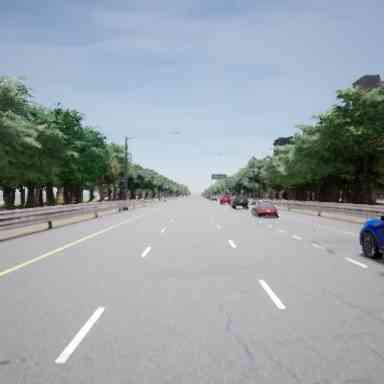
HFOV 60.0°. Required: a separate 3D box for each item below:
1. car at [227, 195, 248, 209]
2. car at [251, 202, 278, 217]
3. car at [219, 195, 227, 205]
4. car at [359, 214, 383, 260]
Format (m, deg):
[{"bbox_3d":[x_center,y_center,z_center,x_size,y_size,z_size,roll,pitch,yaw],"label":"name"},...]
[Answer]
[{"bbox_3d":[7.140,1.522,50.547,2.150,2.045,5.566,0,-1,0],"label":"car"},{"bbox_3d":[7.060,1.707,32.696,1.994,1.385,4.181,0,-1,0],"label":"car"},{"bbox_3d":[7.303,1.750,74.114,2.150,2.045,5.566,0,-1,0],"label":"car"},{"bbox_3d":[7.005,1.233,9.443,2.150,2.045,5.566,0,0,0],"label":"car"}]
